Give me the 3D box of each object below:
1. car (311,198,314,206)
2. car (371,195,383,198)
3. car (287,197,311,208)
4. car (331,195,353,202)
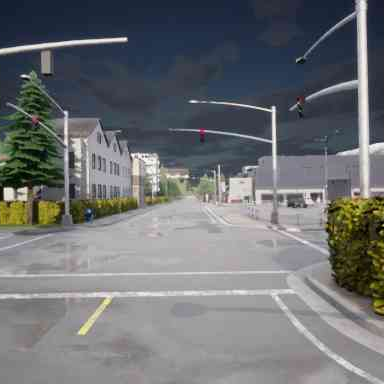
[{"bbox_3d":[19.093,1.573,56.161,1.970,1.475,3.806,-1,-1,0],"label":"car"},{"bbox_3d":[19.128,1.183,31.236,1.905,1.878,3.866,-1,-1,0],"label":"car"},{"bbox_3d":[15.444,1.629,49.105,2.007,1.523,4.514,-1,-1,0],"label":"car"},{"bbox_3d":[25.508,1.398,56.498,2.152,1.636,5.027,-1,-1,0],"label":"car"}]
